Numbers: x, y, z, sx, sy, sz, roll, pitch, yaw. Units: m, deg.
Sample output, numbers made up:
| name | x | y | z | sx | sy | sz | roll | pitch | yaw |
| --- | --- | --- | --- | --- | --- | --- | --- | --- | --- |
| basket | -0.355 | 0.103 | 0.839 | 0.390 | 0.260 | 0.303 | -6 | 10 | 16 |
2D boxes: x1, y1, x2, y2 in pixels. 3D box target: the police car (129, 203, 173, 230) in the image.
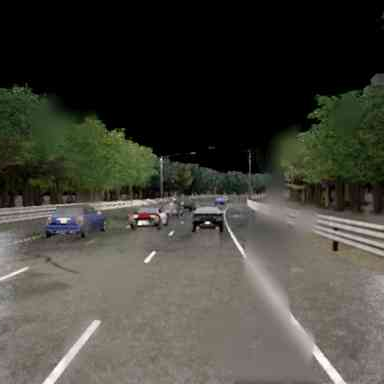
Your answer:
| name | x | y | z | sx | sy | sz | roll | pitch | yaw |
| --- | --- | --- | --- | --- | --- | --- | --- | --- | --- |
| police car | -2.788 | 1.708 | 22.658 | 2.038 | 1.542 | 4.974 | 0 | 0 | 3 |

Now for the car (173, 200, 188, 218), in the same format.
| name | x | y | z | sx | sy | sz | roll | pitch | yaw |
| --- | --- | --- | --- | --- | --- | --- | --- | --- | --- |
| car | -1.995 | 1.836 | 33.487 | 2.033 | 1.411 | 5.357 | 0 | 0 | 5 |

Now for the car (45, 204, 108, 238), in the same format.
| name | x | y | z | sx | sy | sz | roll | pitch | yaw |
| --- | --- | --- | --- | --- | --- | --- | --- | --- | --- |
| car | -6.357 | 1.524 | 18.860 | 2.097 | 1.767 | 4.553 | 0 | 0 | 3 |

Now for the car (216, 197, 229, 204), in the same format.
| name | x | y | z | sx | sy | sz | roll | pitch | yaw |
| --- | --- | --- | --- | --- | --- | --- | --- | --- | --- |
| car | 5.343 | 1.905 | 63.326 | 1.882 | 1.535 | 5.008 | 0 | 0 | 10 |

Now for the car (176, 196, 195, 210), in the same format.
| name | x | y | z | sx | sy | sz | roll | pitch | yaw |
| --- | --- | --- | --- | --- | --- | --- | --- | --- | --- |
| car | -0.909 | 1.595 | 44.324 | 2.150 | 2.045 | 5.566 | 0 | 0 | 6 |

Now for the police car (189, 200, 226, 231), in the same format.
| name | x | y | z | sx | sy | sz | roll | pitch | yaw |
| --- | --- | --- | --- | --- | --- | --- | --- | --- | --- |
| police car | 1.033 | 1.624 | 22.124 | 1.930 | 1.638 | 5.238 | 0 | 0 | 3 |
